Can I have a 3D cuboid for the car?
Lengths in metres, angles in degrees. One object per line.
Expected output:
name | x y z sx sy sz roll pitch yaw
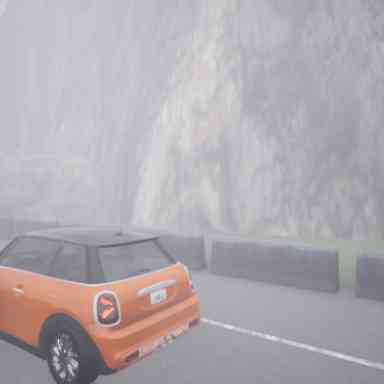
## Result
car | -2.161 1.372 5.534 4.553 1.767 2.097 0 0 36
